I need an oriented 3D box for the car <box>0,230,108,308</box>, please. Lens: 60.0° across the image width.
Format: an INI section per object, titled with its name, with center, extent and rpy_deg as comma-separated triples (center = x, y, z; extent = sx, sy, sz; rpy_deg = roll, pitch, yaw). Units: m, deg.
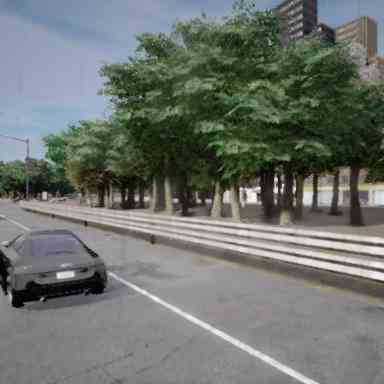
[car]
center = -3.658, 1.649, 8.338
extent = 1.994, 1.385, 4.181
rpy_deg = 0, -1, -34
